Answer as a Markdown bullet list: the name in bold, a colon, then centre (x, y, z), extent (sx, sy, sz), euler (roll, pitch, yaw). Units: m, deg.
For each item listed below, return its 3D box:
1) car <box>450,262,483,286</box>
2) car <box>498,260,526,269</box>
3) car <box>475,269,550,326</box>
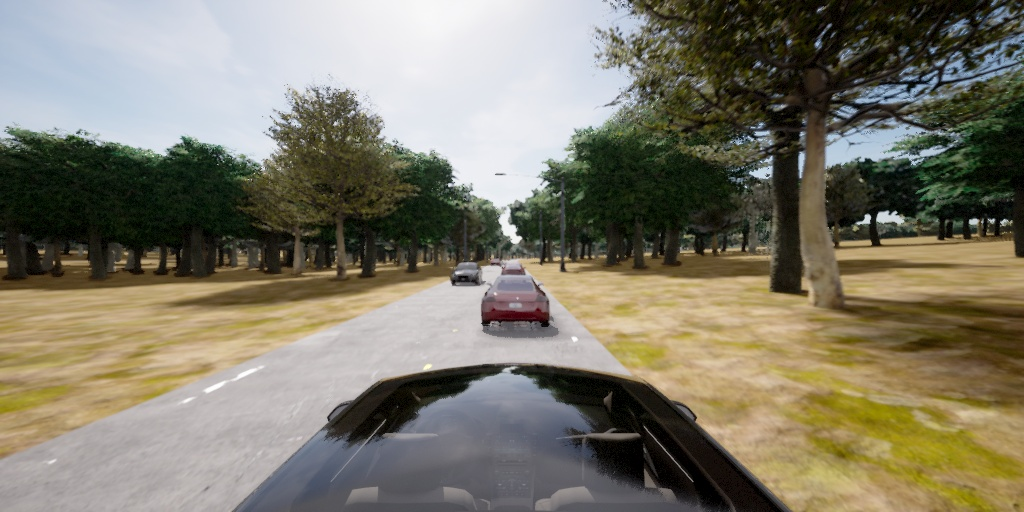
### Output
- **car**: centre (-3.093, 1.211, 25.181), extent (1.837, 1.490, 4.892), euler (0, 0, 0)
- **car**: centre (0.103, 1.229, 27.449), extent (1.812, 1.442, 4.674), euler (0, 0, 0)
- **car**: centre (0.094, 1.290, 11.560), extent (1.994, 1.385, 4.181), euler (0, 0, 0)
